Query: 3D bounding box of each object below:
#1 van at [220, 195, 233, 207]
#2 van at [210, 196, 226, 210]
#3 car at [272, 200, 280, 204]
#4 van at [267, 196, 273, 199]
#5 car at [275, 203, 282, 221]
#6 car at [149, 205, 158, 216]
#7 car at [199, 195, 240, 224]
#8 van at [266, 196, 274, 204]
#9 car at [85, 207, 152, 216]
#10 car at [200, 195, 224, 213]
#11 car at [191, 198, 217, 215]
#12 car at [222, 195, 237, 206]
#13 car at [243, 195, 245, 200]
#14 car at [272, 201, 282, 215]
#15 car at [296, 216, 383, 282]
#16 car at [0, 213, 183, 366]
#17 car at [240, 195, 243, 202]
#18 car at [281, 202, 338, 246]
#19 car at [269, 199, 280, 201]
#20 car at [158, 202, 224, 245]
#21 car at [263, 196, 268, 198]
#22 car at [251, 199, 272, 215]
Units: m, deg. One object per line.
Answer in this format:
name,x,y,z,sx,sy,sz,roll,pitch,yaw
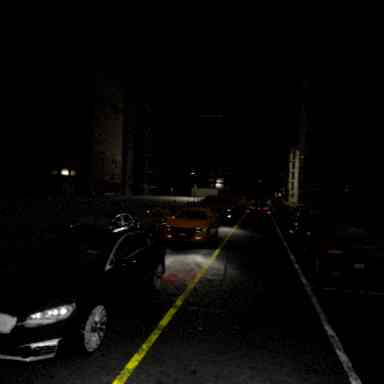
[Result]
van,5.878,1.509,56.582,1.690,1.788,3.998,2,0,12
van,3.603,1.428,45.453,1.690,1.788,3.998,2,0,12
car,10.311,1.960,38.280,1.802,1.307,4.206,2,0,12
van,13.733,1.841,54.974,1.690,1.788,3.998,2,0,12
car,8.036,1.880,27.150,1.802,1.307,4.206,2,0,12
car,-2.126,1.410,17.462,1.752,1.417,4.829,2,0,12
car,2.278,1.278,26.255,2.150,2.045,5.566,2,0,12
van,19.420,2.041,82.798,1.690,1.788,3.998,2,0,12
car,-3.230,1.397,12.064,2.008,1.369,4.403,2,0,12
car,2.467,1.361,39.888,2.192,1.841,5.009,2,0,12
car,1.324,1.446,34.323,1.967,1.590,4.097,2,0,12
car,7.016,1.523,62.147,2.192,1.841,5.009,2,0,12
car,11.561,1.807,84.407,1.967,1.590,4.097,2,0,12
car,9.173,1.920,32.715,1.802,1.307,4.206,2,0,12
car,4.625,1.723,10.456,1.887,1.381,4.507,2,0,12
car,-1.854,1.404,6.113,2.128,1.511,4.902,2,0,12
car,10.418,1.879,78.842,2.008,1.369,4.403,2,0,12
car,5.772,1.533,16.020,2.192,1.841,5.009,2,0,12
car,11.449,1.970,43.845,2.008,1.369,4.403,2,0,12
car,0.134,1.459,15.850,1.882,1.535,5.008,2,0,12
car,16.126,2.040,68.761,1.801,1.575,5.366,2,0,12
car,7.742,1.818,38.335,2.033,1.411,5.357,2,0,12
